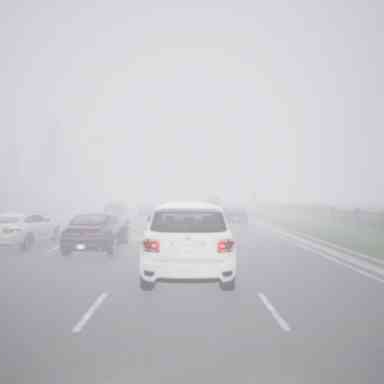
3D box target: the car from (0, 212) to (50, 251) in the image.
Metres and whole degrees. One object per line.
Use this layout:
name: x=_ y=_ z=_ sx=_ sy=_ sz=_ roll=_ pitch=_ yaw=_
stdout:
car: x=-7.245 y=1.568 z=14.171 sx=1.812 sy=1.442 sz=4.674 roll=0 pitch=0 yaw=-1

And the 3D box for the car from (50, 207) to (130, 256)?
car: x=-3.712 y=1.570 z=13.366 sx=1.837 sy=1.490 sz=4.892 roll=0 pitch=0 yaw=-1

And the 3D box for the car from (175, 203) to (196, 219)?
car: x=-0.614 y=1.828 z=32.544 sx=1.895 sy=1.301 sz=4.718 roll=0 pitch=0 yaw=-1

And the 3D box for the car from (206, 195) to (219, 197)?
car: x=2.656 y=1.551 z=43.192 sx=2.150 sy=2.045 sz=5.566 roll=0 pitch=0 yaw=-1

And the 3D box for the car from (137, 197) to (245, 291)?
car: x=-0.127 y=1.288 z=9.377 sx=2.150 sy=2.045 sz=5.566 roll=0 pitch=0 yaw=-1

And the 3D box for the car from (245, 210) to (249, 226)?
car: x=3.016 y=1.682 z=25.172 sx=1.882 sy=1.535 sz=5.008 roll=0 pitch=0 yaw=-1

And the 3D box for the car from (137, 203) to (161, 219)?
car: x=-4.115 y=1.798 z=32.471 sx=1.895 sy=1.301 sz=4.718 roll=0 pitch=0 yaw=-1

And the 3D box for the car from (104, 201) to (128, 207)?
car: x=-7.637 y=1.681 z=33.556 sx=1.837 sy=1.490 sz=4.892 roll=0 pitch=0 yaw=-1
